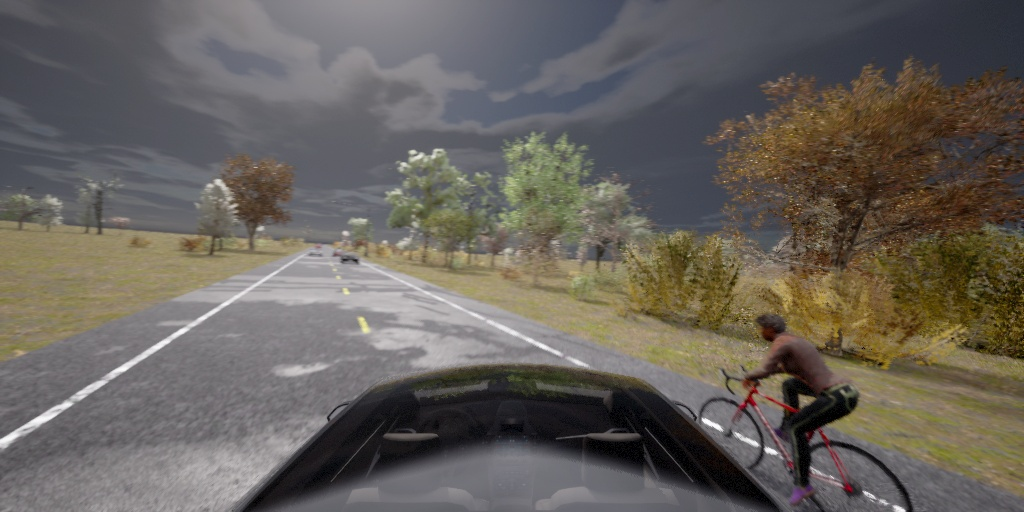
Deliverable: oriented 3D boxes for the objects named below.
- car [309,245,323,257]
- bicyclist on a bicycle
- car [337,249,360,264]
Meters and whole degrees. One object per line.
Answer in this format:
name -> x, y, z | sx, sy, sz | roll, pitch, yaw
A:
car -> -30.816, -0.599, 56.366 | 1.895, 1.301, 4.718 | 4, 0, -28
bicyclist on a bicycle -> 2.478, 1.367, 3.255 | 0.582, 1.620, 1.656 | 4, 0, -28
car -> -18.738, 0.176, 41.321 | 1.895, 1.301, 4.718 | 4, 0, -28
